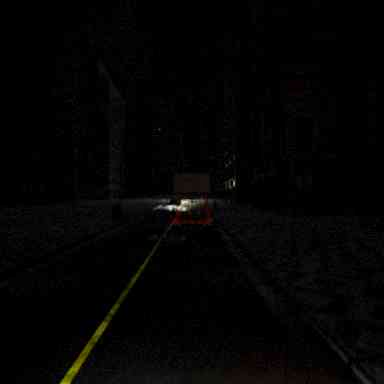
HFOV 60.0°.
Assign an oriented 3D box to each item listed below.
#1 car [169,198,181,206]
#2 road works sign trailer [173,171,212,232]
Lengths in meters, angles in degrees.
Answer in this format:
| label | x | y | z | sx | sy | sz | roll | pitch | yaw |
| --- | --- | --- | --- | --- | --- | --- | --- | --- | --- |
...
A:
| label | x | y | z | sx | sy | sz | roll | pitch | yaw |
| --- | --- | --- | --- | --- | --- | --- | --- | --- | --- |
| car | -3.007 | 1.720 | 58.905 | 1.895 | 1.301 | 4.718 | 0 | 0 | 1 |
| road works sign trailer | 0.013 | 0.512 | 20.650 | 2.380 | 3.560 | 2.880 | 0 | 0 | 0 |
